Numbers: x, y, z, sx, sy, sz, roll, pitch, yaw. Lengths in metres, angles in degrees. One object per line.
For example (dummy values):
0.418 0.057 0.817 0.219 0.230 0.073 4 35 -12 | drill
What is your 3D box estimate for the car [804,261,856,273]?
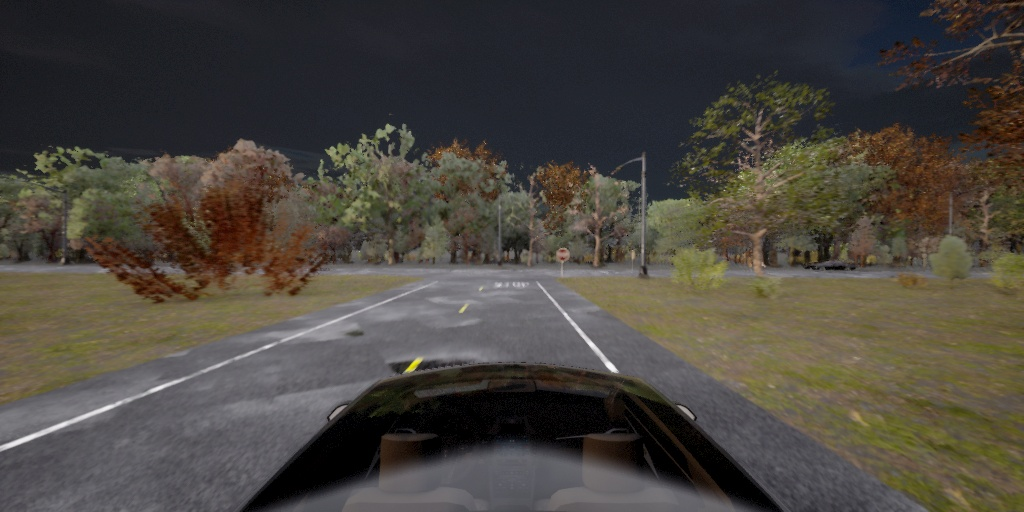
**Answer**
37.257 1.255 42.077 4.718 1.301 1.895 0 0 0 | car
